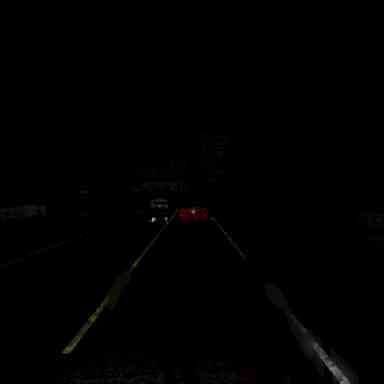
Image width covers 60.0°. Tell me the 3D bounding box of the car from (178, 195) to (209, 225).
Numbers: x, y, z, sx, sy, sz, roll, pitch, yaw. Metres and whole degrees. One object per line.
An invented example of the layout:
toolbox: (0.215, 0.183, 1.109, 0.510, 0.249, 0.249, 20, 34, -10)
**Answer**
car: (0.096, 1.344, 24.283, 2.097, 1.767, 4.553, 0, 0, 0)

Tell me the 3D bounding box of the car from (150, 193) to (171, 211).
car: (-3.777, 1.206, 39.934, 2.150, 2.045, 5.566, 0, 0, -3)
